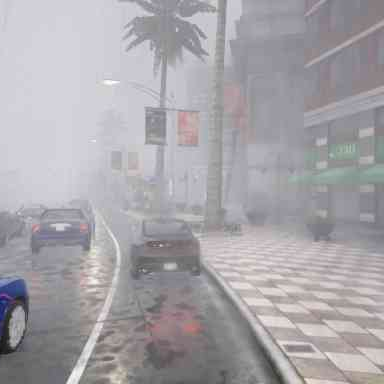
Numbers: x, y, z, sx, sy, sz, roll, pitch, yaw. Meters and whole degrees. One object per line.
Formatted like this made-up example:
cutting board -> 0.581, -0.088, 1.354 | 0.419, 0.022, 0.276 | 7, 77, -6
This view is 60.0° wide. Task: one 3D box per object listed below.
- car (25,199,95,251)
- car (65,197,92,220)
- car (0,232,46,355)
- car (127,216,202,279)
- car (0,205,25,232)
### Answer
car -> -5.267, 1.347, 14.084 | 2.097, 1.767, 4.553 | 0, 0, -14
car -> -9.751, 1.343, 28.776 | 2.097, 1.767, 4.553 | 0, 0, -18
car -> -3.309, 1.475, 3.029 | 1.882, 1.535, 5.008 | 0, 0, -3
car -> -0.965, 1.503, 10.195 | 1.837, 1.490, 4.892 | 0, 0, -11
car -> -8.931, 1.540, 14.920 | 2.033, 1.411, 5.357 | 0, 0, -16
